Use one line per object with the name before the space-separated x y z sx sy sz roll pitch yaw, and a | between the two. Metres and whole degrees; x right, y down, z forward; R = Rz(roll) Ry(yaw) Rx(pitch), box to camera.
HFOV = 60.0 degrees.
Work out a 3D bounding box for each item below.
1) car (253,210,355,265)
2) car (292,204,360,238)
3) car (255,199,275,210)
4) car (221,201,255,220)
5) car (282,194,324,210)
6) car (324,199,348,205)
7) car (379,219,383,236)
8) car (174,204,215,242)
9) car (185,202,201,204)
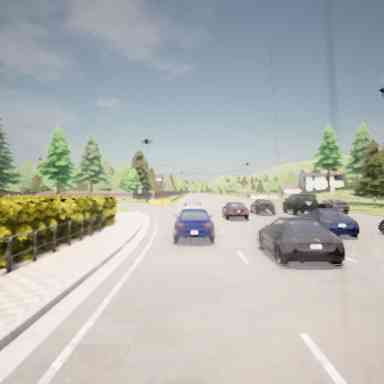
car | 3.595 1.554 11.622 1.994 1.385 4.181 0 0 0
car | 7.097 1.548 17.724 1.994 1.385 4.181 0 0 0
car | 7.096 1.474 33.733 1.837 1.490 4.892 0 0 0
car | 3.596 1.522 28.116 2.033 1.411 5.357 0 0 0
car | 10.596 1.192 32.835 2.150 2.045 5.566 0 0 0
car | 14.095 1.461 33.624 2.128 1.511 4.902 0 0 0
car | 10.597 1.512 15.290 1.812 1.442 4.674 0 0 0
car | 0.098 1.511 16.076 1.812 1.442 4.674 0 0 0
car | 0.096 1.572 32.077 1.895 1.301 4.718 0 0 0
